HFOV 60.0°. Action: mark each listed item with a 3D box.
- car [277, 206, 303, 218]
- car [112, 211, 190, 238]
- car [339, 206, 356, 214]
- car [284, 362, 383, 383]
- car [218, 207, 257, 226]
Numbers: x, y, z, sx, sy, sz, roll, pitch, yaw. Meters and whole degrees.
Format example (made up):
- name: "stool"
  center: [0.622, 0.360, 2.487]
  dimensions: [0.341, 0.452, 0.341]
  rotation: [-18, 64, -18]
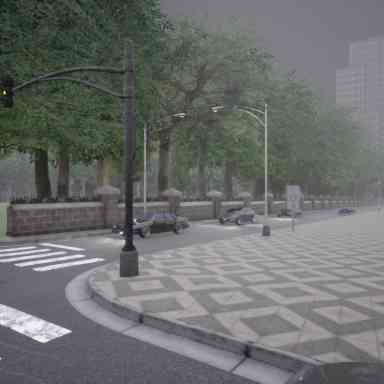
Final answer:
- name: "car"
  center: [11.828, 2.412, 40.095]
  dimensions: [1.994, 1.385, 4.181]
  rotation: [0, -1, 36]
- name: "car"
  center: [-2.293, 1.888, 20.218]
  dimensions: [2.033, 1.411, 5.357]
  rotation: [0, -1, 35]
- name: "car"
  center: [24.768, 2.828, 52.865]
  dimensions: [1.895, 1.301, 4.718]
  rotation: [0, -1, 35]
- name: "car"
  center: [2.349, 1.551, 1.283]
  dimensions: [4.403, 1.369, 2.008]
  rotation: [0, 0, 36]
- name: "car"
  center: [4.070, 2.072, 29.190]
  dimensions: [1.837, 1.490, 4.892]
  rotation: [0, -2, 35]
